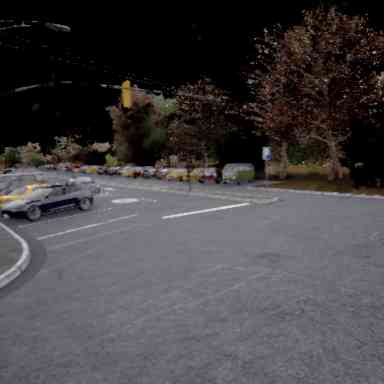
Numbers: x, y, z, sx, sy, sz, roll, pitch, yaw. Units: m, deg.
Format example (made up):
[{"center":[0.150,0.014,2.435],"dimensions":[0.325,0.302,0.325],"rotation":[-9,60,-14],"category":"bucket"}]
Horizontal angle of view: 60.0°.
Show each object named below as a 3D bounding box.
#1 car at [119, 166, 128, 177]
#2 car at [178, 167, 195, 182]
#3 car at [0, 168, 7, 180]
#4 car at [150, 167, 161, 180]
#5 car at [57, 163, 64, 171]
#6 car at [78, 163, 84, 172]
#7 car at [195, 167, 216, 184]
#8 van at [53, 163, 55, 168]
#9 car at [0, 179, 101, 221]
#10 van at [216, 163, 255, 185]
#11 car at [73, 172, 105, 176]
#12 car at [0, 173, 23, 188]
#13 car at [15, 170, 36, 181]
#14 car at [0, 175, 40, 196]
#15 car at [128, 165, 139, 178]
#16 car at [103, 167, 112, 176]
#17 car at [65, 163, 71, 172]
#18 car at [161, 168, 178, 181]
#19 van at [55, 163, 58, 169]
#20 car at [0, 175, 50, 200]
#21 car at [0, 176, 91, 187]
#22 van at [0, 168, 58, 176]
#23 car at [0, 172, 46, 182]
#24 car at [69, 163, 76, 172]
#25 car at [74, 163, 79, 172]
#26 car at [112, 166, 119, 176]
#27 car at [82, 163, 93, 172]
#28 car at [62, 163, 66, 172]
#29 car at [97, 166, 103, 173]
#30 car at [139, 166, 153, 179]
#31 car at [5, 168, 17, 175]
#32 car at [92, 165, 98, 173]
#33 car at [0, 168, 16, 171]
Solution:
[{"center":[-7.660,-2.962,48.921],"dimensions":[1.946,1.575,5.366],"rotation":[2,7,35],"category":"car"},{"center":[1.041,-1.947,36.987],"dimensions":[1.946,1.575,5.366],"rotation":[2,7,33],"category":"car"},{"center":[-31.796,-2.629,51.771],"dimensions":[2.185,1.767,4.553],"rotation":[3,8,36],"category":"car"},{"center":[-2.586,-2.287,41.580],"dimensions":[2.002,1.452,4.674],"rotation":[2,7,34],"category":"car"},{"center":[-29.016,-5.732,80.760],"dimensions":[1.946,1.575,5.366],"rotation":[4,8,38],"category":"car"},{"center":[-19.374,-4.549,65.866],"dimensions":[2.185,1.767,4.553],"rotation":[3,7,37],"category":"car"},{"center":[2.699,-1.850,34.437],"dimensions":[2.185,1.767,4.553],"rotation":[2,7,33],"category":"car"},{"center":[-33.734,-6.622,88.321],"dimensions":[1.878,1.987,4.442],"rotation":[4,8,38],"category":"van"},{"center":[-7.385,0.446,17.429],"dimensions":[2.163,1.488,4.792],"rotation":[2,8,32],"category":"car"},{"center":[4.453,-1.745,32.010],"dimensions":[1.878,1.987,4.442],"rotation":[3,7,33],"category":"van"},{"center":[-9.306,-0.613,28.067],"dimensions":[1.812,1.442,4.674],"rotation":[-6,8,-36],"category":"car"},{"center":[-21.614,-1.182,36.837],"dimensions":[2.002,1.452,4.674],"rotation":[2,8,34],"category":"car"},{"center":[-25.356,-2.571,50.643],"dimensions":[2.128,1.511,4.902],"rotation":[-6,8,-33],"category":"car"},{"center":[-16.320,-0.563,29.508],"dimensions":[2.002,1.452,4.674],"rotation":[2,8,33],"category":"car"},{"center":[-6.074,-2.857,46.324],"dimensions":[2.185,1.767,4.553],"rotation":[2,7,35],"category":"car"},{"center":[-11.151,-3.358,53.610],"dimensions":[2.097,1.535,5.008],"rotation":[3,7,36],"category":"car"},{"center":[-24.137,-5.337,73.381],"dimensions":[2.435,2.045,5.566],"rotation":[3,7,38],"category":"car"},{"center":[-0.927,-2.112,39.044],"dimensions":[1.946,1.575,5.366],"rotation":[3,7,34],"category":"car"},{"center":[-32.147,-6.402,85.812],"dimensions":[1.878,1.987,4.442],"rotation":[4,8,38],"category":"van"},{"center":[-14.539,-0.397,27.077],"dimensions":[2.231,1.521,4.892],"rotation":[2,8,33],"category":"car"},{"center":[-8.968,0.175,20.034],"dimensions":[1.946,1.575,5.366],"rotation":[1,8,32],"category":"car"},{"center":[-12.675,-0.436,24.741],"dimensions":[1.878,1.987,4.442],"rotation":[2,8,33],"category":"van"},{"center":[-10.927,-0.119,22.228],"dimensions":[2.185,1.767,4.553],"rotation":[1,8,33],"category":"car"},{"center":[-22.664,-4.850,70.733],"dimensions":[1.946,1.575,5.366],"rotation":[4,8,38],"category":"car"},{"center":[-20.962,-4.644,68.386],"dimensions":[2.231,1.521,4.892],"rotation":[3,7,37],"category":"car"},{"center":[-9.442,-3.277,51.196],"dimensions":[2.185,1.767,4.553],"rotation":[3,7,35],"category":"car"},{"center":[-17.743,-4.210,63.420],"dimensions":[2.097,1.535,5.008],"rotation":[3,7,37],"category":"car"},{"center":[-27.302,-5.499,78.427],"dimensions":[2.163,1.488,4.792],"rotation":[3,7,38],"category":"car"},{"center":[-12.827,-3.537,56.025],"dimensions":[2.163,1.488,4.792],"rotation":[3,7,36],"category":"car"},{"center":[-4.328,-2.490,43.965],"dimensions":[2.002,1.452,4.674],"rotation":[2,7,34],"category":"car"},{"center":[-40.034,-4.592,73.459],"dimensions":[1.994,1.385,4.181],"rotation":[-6,7,-32],"category":"car"},{"center":[-14.451,-3.755,58.532],"dimensions":[2.163,1.488,4.792],"rotation":[3,7,36],"category":"car"},{"center":[-23.356,-1.684,39.294],"dimensions":[2.435,2.045,5.566],"rotation":[2,8,35],"category":"car"}]
